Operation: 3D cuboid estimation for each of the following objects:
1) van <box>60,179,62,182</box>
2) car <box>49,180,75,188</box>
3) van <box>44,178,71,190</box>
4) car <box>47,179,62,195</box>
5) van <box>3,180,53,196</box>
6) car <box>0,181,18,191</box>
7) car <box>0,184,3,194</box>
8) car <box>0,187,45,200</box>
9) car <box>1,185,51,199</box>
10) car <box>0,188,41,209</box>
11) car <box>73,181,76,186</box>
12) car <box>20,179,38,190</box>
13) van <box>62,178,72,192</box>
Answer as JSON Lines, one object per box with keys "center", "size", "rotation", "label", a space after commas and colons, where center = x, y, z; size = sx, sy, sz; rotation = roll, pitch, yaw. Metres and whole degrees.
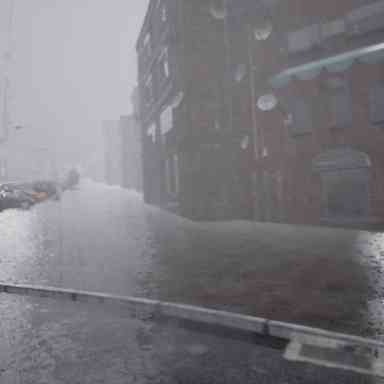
{"center": [-21.241, -0.529, 46.683], "size": [4.442, 1.987, 1.878], "rotation": [-3, 5, -35], "label": "van"}
{"center": [-27.473, -1.713, 70.276], "size": [4.792, 1.488, 2.163], "rotation": [-3, 4, -35], "label": "car"}
{"center": [-26.004, -1.602, 64.294], "size": [4.442, 1.987, 1.878], "rotation": [-3, 5, -35], "label": "van"}
{"center": [-19.580, -0.201, 40.861], "size": [5.566, 2.045, 2.435], "rotation": [-3, 5, -35], "label": "car"}
{"center": [-18.672, -0.004, 38.018], "size": [4.442, 1.987, 1.878], "rotation": [-3, 4, -35], "label": "van"}
{"center": [-33.565, -1.104, 61.075], "size": [1.837, 1.490, 4.892], "rotation": [-3, 4, -15], "label": "car"}
{"center": [-30.827, -0.344, 50.976], "size": [1.882, 1.535, 5.008], "rotation": [-3, 4, -15], "label": "car"}
{"center": [-17.173, 0.625, 32.096], "size": [4.674, 1.452, 2.002], "rotation": [-3, 5, -35], "label": "car"}
{"center": [-18.121, 0.412, 34.921], "size": [5.366, 1.575, 1.946], "rotation": [-3, 5, -35], "label": "car"}
{"center": [-16.391, 0.765, 29.159], "size": [4.892, 1.521, 2.231], "rotation": [-3, 4, -35], "label": "car"}
{"center": [-26.551, -1.574, 67.426], "size": [5.366, 1.575, 1.946], "rotation": [-3, 4, -35], "label": "car"}
{"center": [-30.532, -1.381, 62.277], "size": [2.097, 1.767, 4.553], "rotation": [-3, 4, -15], "label": "car"}
{"center": [-24.231, -1.256, 58.565], "size": [4.442, 1.987, 1.878], "rotation": [-3, 4, -35], "label": "van"}
